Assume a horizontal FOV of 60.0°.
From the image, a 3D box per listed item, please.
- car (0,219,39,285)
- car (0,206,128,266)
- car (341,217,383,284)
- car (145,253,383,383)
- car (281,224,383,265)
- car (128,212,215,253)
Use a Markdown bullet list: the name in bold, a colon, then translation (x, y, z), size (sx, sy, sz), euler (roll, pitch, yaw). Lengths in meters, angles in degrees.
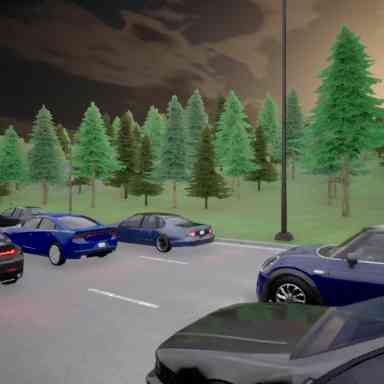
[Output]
- **car**: translation (-6.083, 1.505, 8.284), size (4.892, 1.490, 1.837), euler (0, 0, 36)
- **car**: translation (-4.797, 1.478, 11.685), size (5.008, 1.535, 1.882), euler (0, 0, 35)
- **car**: translation (6.401, 1.505, 7.997), size (4.892, 1.490, 1.837), euler (0, 0, 36)
- **car**: translation (2.153, 1.548, 2.400), size (5.357, 1.411, 2.033), euler (0, 0, 36)
- **car**: translation (3.447, 1.352, 5.792), size (4.553, 1.767, 2.097), euler (0, 0, 36)
- **car**: translation (-1.673, 1.547, 13.757), size (5.357, 1.411, 2.033), euler (0, 0, 35)
